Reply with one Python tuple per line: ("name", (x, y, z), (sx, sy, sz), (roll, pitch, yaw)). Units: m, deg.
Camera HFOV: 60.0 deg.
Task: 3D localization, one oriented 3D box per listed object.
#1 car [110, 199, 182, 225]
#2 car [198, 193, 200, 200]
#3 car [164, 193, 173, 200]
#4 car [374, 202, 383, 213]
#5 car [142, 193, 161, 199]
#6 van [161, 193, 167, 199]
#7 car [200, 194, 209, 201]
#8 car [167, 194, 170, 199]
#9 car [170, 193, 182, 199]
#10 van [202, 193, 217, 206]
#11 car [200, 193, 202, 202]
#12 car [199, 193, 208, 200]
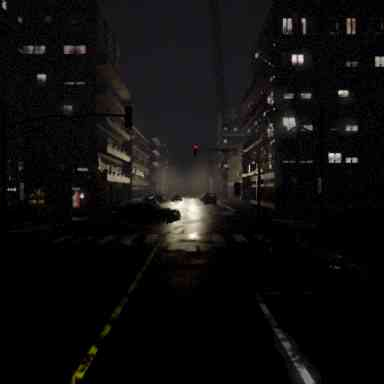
("car", (-3.112, 1.418, 22.375), (4.674, 1.442, 1.812), (-1, 0, 0))
("car", (2.553, 1.146, 65.145), (1.947, 1.339, 4.313), (0, 0, 0))
("car", (-5.332, 1.051, 76.306), (1.887, 1.381, 4.507), (0, 0, 0))
("car", (17.585, 1.111, 27.689), (4.507, 1.381, 1.887), (-1, 1, 0))
("car", (-5.454, 1.167, 42.817), (1.967, 1.590, 4.097), (0, 0, 0))
("van", (-5.421, 0.995, 53.980), (1.690, 1.788, 3.998), (0, 0, 0))
("car", (2.550, 1.068, 70.896), (1.752, 1.417, 4.829), (0, 0, 0))
("car", (-5.376, 1.199, 59.563), (1.802, 1.307, 4.206), (0, 0, 0))
("car", (-2.788, 1.135, 60.780), (1.812, 1.442, 4.674), (0, 0, 1))
("van", (2.685, 1.035, 47.778), (1.690, 1.788, 3.998), (0, 0, 0))
("car", (2.648, 1.198, 53.983), (1.887, 1.381, 4.507), (0, 0, 0))
("car", (2.549, 0.946, 76.306), (1.967, 1.590, 4.097), (0, 0, 0))
